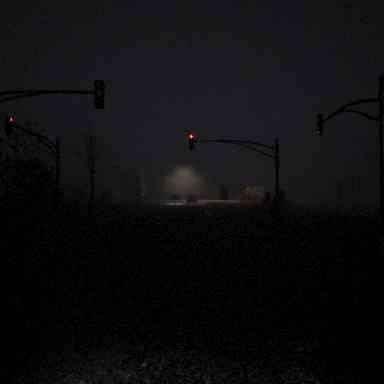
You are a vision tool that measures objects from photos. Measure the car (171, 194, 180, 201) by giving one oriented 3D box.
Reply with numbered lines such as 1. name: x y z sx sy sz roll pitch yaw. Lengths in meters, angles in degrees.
1. car: -3.563 1.195 72.162 1.837 1.490 4.892 0 0 0

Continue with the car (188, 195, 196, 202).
1. car: -0.068 1.425 77.995 1.837 1.490 4.892 0 0 0

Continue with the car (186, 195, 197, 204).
1. car: -0.059 1.424 67.960 2.097 1.767 4.553 0 0 0
